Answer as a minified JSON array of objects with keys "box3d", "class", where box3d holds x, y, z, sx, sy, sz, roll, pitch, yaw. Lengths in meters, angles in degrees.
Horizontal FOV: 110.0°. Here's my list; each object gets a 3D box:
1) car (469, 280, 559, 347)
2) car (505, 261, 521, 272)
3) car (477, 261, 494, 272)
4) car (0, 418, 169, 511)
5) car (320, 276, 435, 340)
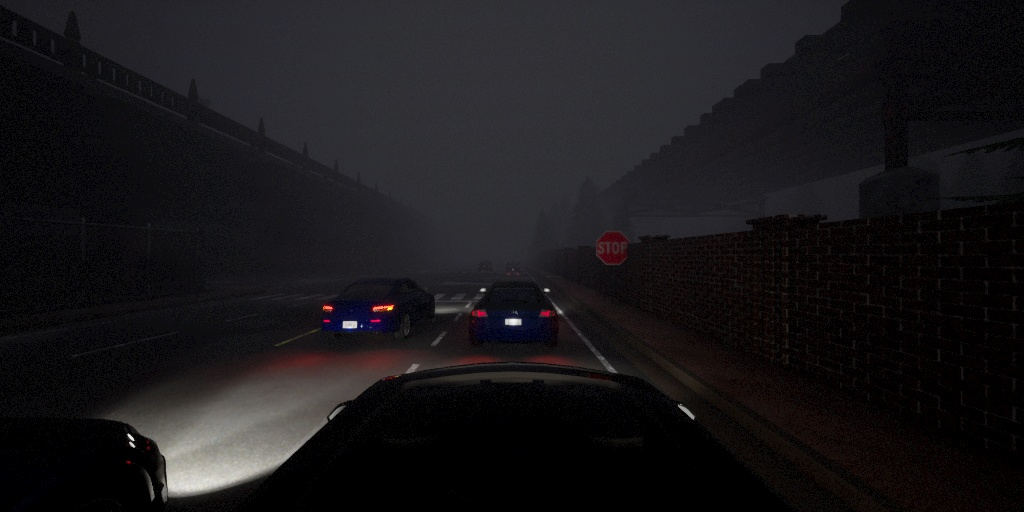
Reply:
[{"box3d":[0.070,1.314,9.315,1.994,1.385,4.181,0,0,1],"class":"car"},{"box3d":[0.104,1.351,46.131,1.895,1.301,4.718,0,0,-1],"class":"car"},{"box3d":[-3.391,1.297,45.963,2.033,1.411,5.357,0,0,-1],"class":"car"},{"box3d":[-3.399,1.314,0.742,1.994,1.385,4.181,0,0,0],"class":"car"},{"box3d":[-3.412,1.276,9.838,1.812,1.442,4.674,0,0,0],"class":"car"}]
